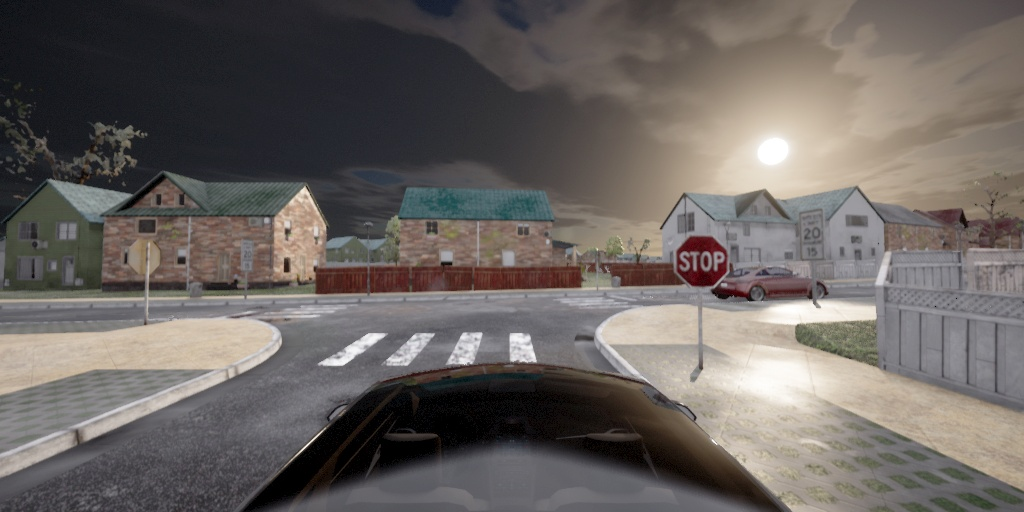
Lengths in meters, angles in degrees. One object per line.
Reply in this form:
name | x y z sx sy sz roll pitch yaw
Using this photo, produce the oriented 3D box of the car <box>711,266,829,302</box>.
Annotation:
car | 10.409 1.096 14.599 4.181 1.385 1.994 -1 -2 -10
